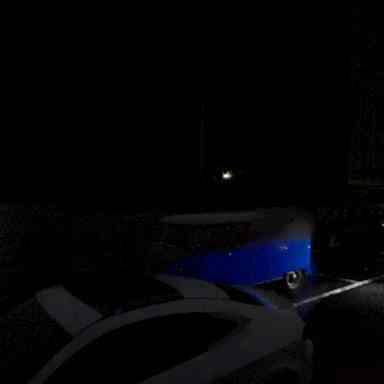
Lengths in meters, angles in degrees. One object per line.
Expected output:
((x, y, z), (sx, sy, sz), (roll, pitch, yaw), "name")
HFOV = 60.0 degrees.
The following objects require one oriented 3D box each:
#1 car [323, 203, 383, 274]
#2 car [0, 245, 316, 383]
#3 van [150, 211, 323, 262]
((5.497, 1.310, 10.732), (5.009, 1.841, 2.192), (0, 0, -36), "car")
((-0.861, 1.534, 2.731), (4.674, 1.442, 1.812), (0, 0, -37), "car")
((0.925, 1.349, 7.366), (3.998, 1.788, 1.690), (0, 0, -36), "van")
